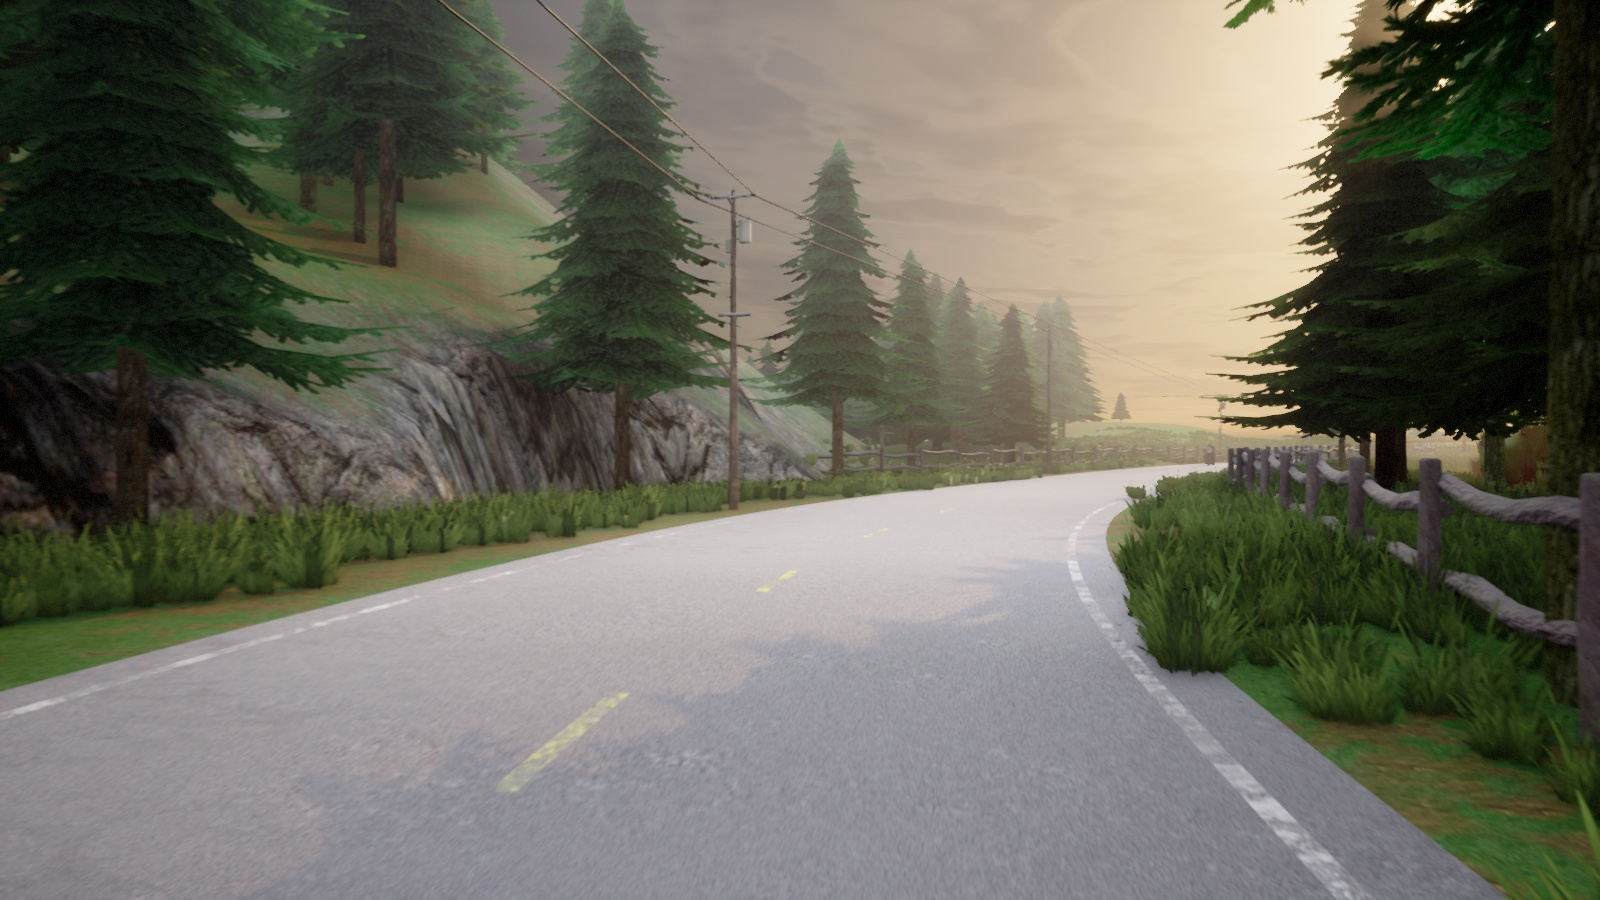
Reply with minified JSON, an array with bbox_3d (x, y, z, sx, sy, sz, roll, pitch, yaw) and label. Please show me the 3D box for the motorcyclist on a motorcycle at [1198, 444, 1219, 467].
[{"bbox_3d":[26.975,0.356,82.897,0.866,1.530,2.191,0,0,30],"label":"motorcyclist on a motorcycle"}]
